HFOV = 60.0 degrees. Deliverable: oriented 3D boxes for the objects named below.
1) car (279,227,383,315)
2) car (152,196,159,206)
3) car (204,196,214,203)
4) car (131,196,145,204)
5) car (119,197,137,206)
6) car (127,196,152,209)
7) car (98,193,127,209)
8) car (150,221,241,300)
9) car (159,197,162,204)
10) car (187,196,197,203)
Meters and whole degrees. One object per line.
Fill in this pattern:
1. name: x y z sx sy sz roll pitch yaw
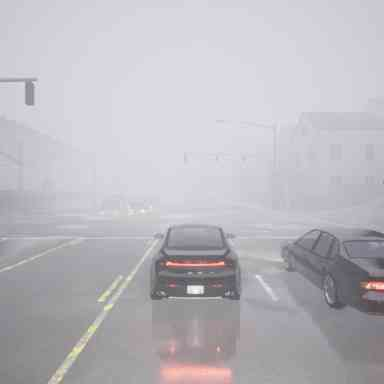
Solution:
1. car: 3.576 1.547 7.808 2.033 1.411 5.357 0 0 0
2. car: -7.085 1.505 54.619 1.837 1.490 4.892 0 0 0
3. car: 3.505 1.545 69.150 2.033 1.411 5.357 0 0 0
4. car: -10.527 1.505 65.388 1.837 1.490 4.892 0 0 0
5. car: -10.582 1.547 55.196 2.033 1.411 5.357 0 0 0
6. car: -7.094 1.477 45.164 1.882 1.535 5.008 0 0 0
7. car: -10.596 1.221 44.950 2.150 2.045 5.566 0 0 0
8. car: 0.076 1.505 8.384 1.837 1.490 4.892 0 0 0
9. car: -7.032 1.547 65.030 2.033 1.411 5.357 0 0 1
10. car: 0.007 1.547 69.151 2.033 1.411 5.357 0 0 0
